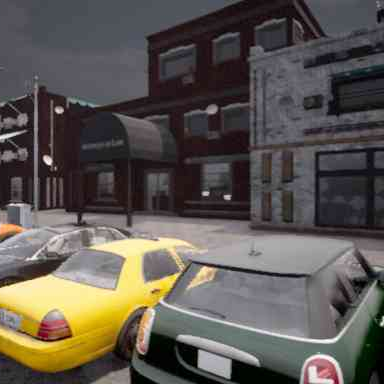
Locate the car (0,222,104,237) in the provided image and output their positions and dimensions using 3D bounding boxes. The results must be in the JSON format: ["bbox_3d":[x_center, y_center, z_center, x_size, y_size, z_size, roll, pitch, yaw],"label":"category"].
[{"bbox_3d":[-3.040,1.486,7.488,2.231,1.521,4.892,0,0,35],"label":"car"}]

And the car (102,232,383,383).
[{"bbox_3d":[1.389,1.355,4.326,2.185,1.767,4.553,0,0,35],"label":"car"}]

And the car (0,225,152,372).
[{"bbox_3d":[-0.664,1.479,6.033,1.946,1.575,5.366,0,0,35],"label":"car"}]
